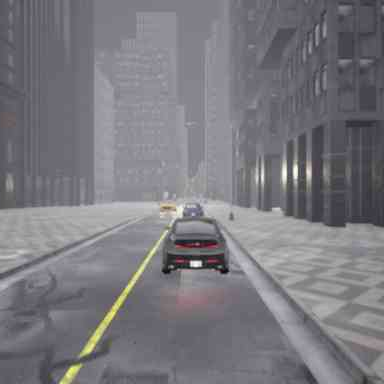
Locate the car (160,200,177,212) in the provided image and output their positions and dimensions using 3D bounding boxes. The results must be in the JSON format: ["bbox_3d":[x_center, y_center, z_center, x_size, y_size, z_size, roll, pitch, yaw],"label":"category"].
[{"bbox_3d":[-3.052,1.812,43.796,1.882,1.535,5.008,0,-1,0],"label":"car"}]

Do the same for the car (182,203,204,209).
[{"bbox_3d":[0.100,1.698,29.571,1.812,1.442,4.674,0,0,0],"label":"car"}]

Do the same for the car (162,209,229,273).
[{"bbox_3d":[0.099,1.555,10.838,1.837,1.490,4.892,0,0,0],"label":"car"}]
